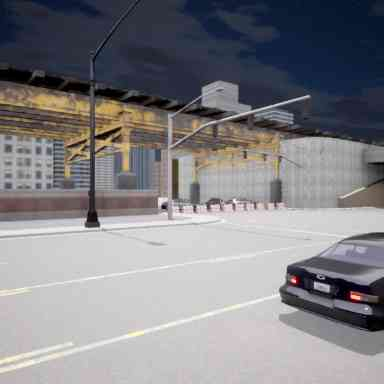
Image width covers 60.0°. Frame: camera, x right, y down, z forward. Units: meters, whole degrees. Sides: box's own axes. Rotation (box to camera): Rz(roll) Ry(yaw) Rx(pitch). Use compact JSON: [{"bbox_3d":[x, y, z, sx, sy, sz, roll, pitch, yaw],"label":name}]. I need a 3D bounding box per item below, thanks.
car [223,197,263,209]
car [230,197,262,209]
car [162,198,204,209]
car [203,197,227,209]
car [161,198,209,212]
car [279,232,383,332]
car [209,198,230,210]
[{"bbox_3d":[6.744,1.452,44.268,4.974,1.542,2.038,0,0,-7],"label":"car"},{"bbox_3d":[6.693,1.295,44.262,4.536,1.218,1.853,0,0,-7],"label":"car"},{"bbox_3d":[-0.962,1.295,37.830,4.536,1.218,1.853,0,0,8],"label":"car"},{"bbox_3d":[2.850,1.295,40.558,1.853,1.218,4.536,0,0,18],"label":"car"},{"bbox_3d":[-0.911,1.453,37.823,4.974,1.542,2.038,0,0,8],"label":"car"},{"bbox_3d":[4.098,1.547,6.701,5.357,1.411,2.033,0,0,-35],"label":"car"},{"bbox_3d":[2.834,1.453,40.508,2.038,1.542,4.974,0,0,18],"label":"car"}]
